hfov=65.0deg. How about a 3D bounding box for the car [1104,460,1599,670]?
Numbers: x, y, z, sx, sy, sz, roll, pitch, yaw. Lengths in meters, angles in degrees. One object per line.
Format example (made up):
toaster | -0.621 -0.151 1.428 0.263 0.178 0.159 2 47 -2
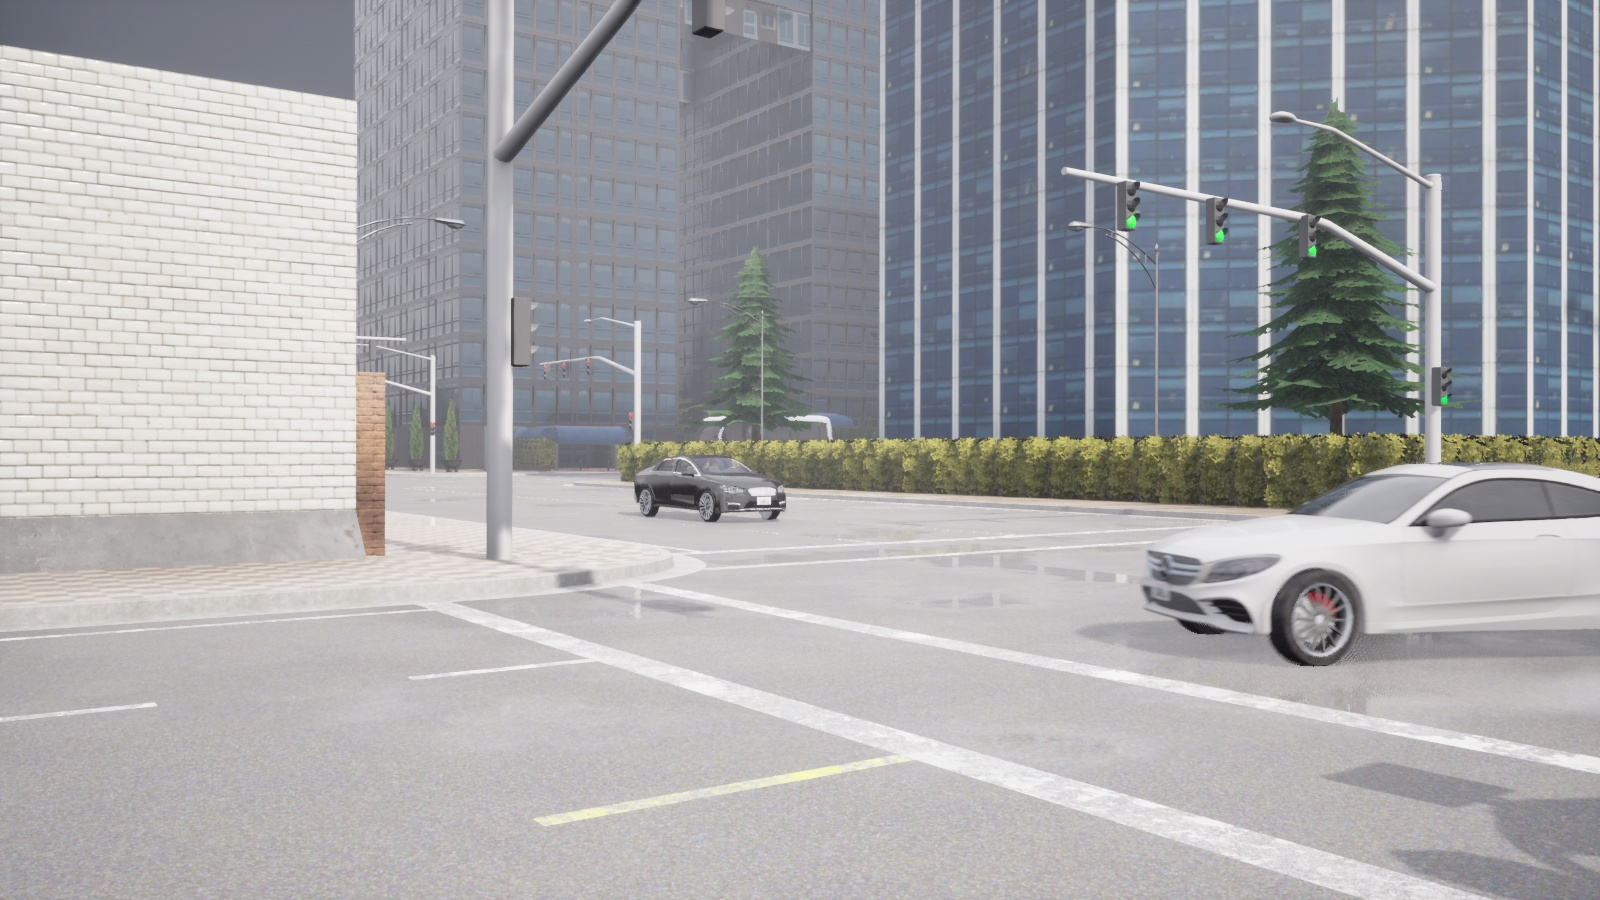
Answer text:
car | 5.002 0.808 9.991 4.674 1.442 1.812 0 0 -9

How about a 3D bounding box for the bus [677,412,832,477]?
bus | -3.078 -0.355 87.589 10.273 4.253 3.944 0 0 -35

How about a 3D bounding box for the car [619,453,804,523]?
car | -2.194 0.834 29.697 2.128 1.511 4.902 0 0 -35
